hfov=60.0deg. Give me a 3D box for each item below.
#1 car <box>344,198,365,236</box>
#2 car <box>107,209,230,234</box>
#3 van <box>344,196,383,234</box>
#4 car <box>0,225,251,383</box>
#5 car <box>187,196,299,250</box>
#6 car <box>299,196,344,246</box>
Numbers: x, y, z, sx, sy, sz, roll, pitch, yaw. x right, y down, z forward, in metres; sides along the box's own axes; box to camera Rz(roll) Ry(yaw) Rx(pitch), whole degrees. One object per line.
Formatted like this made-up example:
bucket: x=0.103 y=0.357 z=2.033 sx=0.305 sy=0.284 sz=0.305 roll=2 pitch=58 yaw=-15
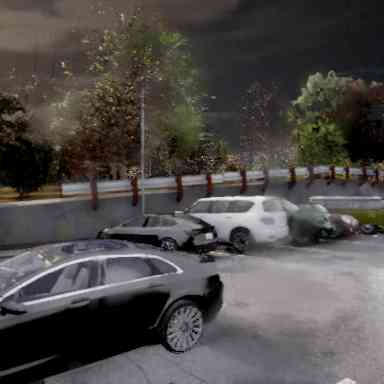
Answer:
car: x=6.108 y=1.328 z=17.183 sx=4.553 sy=1.767 sz=2.185 roll=-1 pitch=-1 yaw=35
car: x=-1.348 y=1.486 z=11.997 sx=4.792 sy=1.488 sz=2.163 roll=-1 pitch=0 yaw=35
van: x=8.517 y=1.227 z=18.945 sx=4.442 sy=1.987 sz=1.878 roll=-1 pitch=0 yaw=35
car: x=-1.746 y=1.479 z=4.501 sx=4.902 sy=1.511 sz=2.128 roll=0 pitch=0 yaw=-36
car: x=1.135 y=1.204 z=13.723 sx=5.566 sy=2.045 sz=2.435 roll=-1 pitch=0 yaw=35
car: x=3.674 y=1.203 z=15.432 sx=5.566 sy=2.045 sz=2.435 roll=-1 pitch=-1 yaw=35
